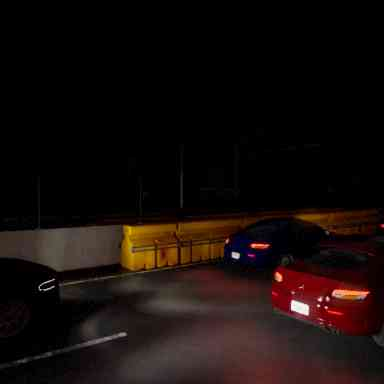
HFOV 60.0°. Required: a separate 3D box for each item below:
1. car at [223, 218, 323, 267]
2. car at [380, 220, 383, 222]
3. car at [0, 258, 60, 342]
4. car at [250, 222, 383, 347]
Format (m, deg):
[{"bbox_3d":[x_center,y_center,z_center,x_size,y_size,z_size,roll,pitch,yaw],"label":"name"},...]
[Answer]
[{"bbox_3d":[3.042,1.526,10.220,4.674,1.442,1.812,0,0,-35],"label":"car"},{"bbox_3d":[10.842,1.547,15.779,5.357,1.411,2.033,0,0,-36],"label":"car"},{"bbox_3d":[-4.570,1.478,4.785,5.008,1.535,1.882,0,0,-35],"label":"car"},{"bbox_3d":[3.441,1.526,6.211,4.674,1.442,1.812,0,0,-36],"label":"car"}]
